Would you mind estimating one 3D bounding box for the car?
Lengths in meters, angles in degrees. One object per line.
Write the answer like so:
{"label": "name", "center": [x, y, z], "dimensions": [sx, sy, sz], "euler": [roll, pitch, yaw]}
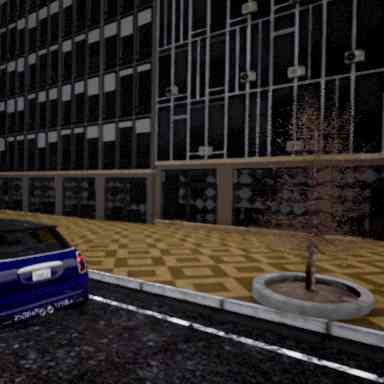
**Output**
{"label": "car", "center": [-4.103, 1.292, 6.397], "dimensions": [4.553, 1.767, 2.097], "euler": [1, 0, 34]}
